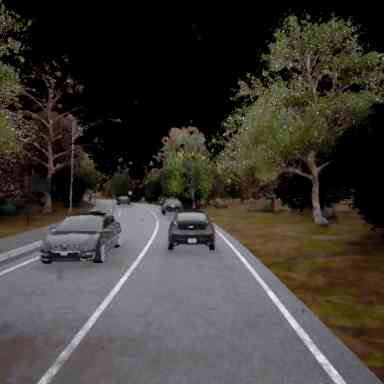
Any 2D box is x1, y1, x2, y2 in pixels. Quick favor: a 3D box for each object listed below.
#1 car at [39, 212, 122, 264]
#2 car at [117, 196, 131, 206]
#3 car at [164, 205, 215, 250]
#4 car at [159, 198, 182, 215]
[{"bbox_3d":[-3.730,1.512,11.924,1.837,1.490,4.892,0,0,-2],"label":"car"},{"bbox_3d":[-11.249,1.429,54.854,1.837,1.490,4.892,2,0,-19],"label":"car"},{"bbox_3d":[-0.077,1.523,14.504,1.837,1.490,4.892,0,0,-2],"label":"car"},{"bbox_3d":[-2.245,1.398,34.868,2.097,1.767,4.553,1,0,-10],"label":"car"}]
